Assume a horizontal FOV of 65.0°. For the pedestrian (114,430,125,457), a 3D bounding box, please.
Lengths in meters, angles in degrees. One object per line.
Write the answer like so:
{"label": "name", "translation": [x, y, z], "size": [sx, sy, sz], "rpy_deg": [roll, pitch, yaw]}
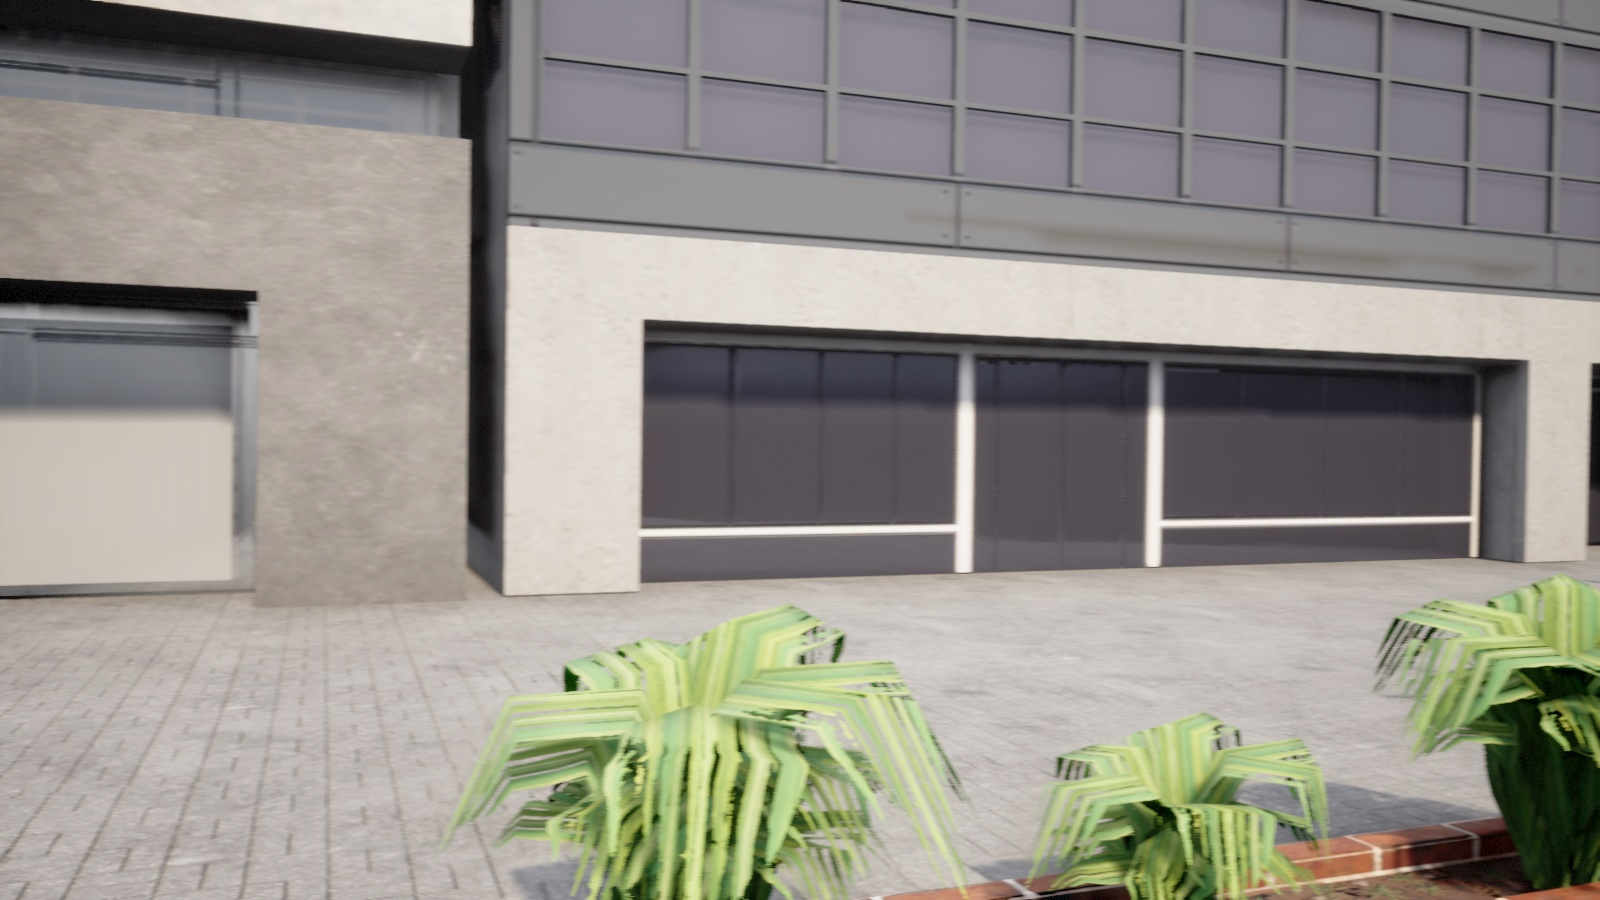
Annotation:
{"label": "pedestrian", "translation": [-45.809, -0.420, 84.523], "size": [0.594, 1.836, 0.345], "rpy_deg": [-1, 1, -21]}
